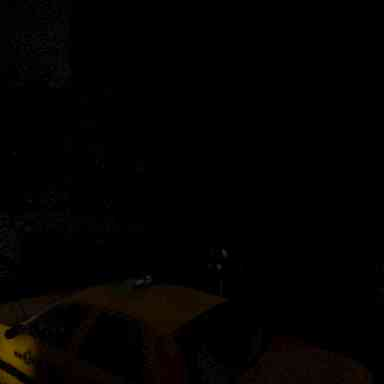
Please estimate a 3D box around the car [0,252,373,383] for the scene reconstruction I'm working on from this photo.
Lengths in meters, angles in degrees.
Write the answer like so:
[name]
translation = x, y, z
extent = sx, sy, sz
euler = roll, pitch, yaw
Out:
[car]
translation = -0.769, 1.537, 3.512
extent = 4.829, 1.417, 1.752
euler = 0, 0, 36
